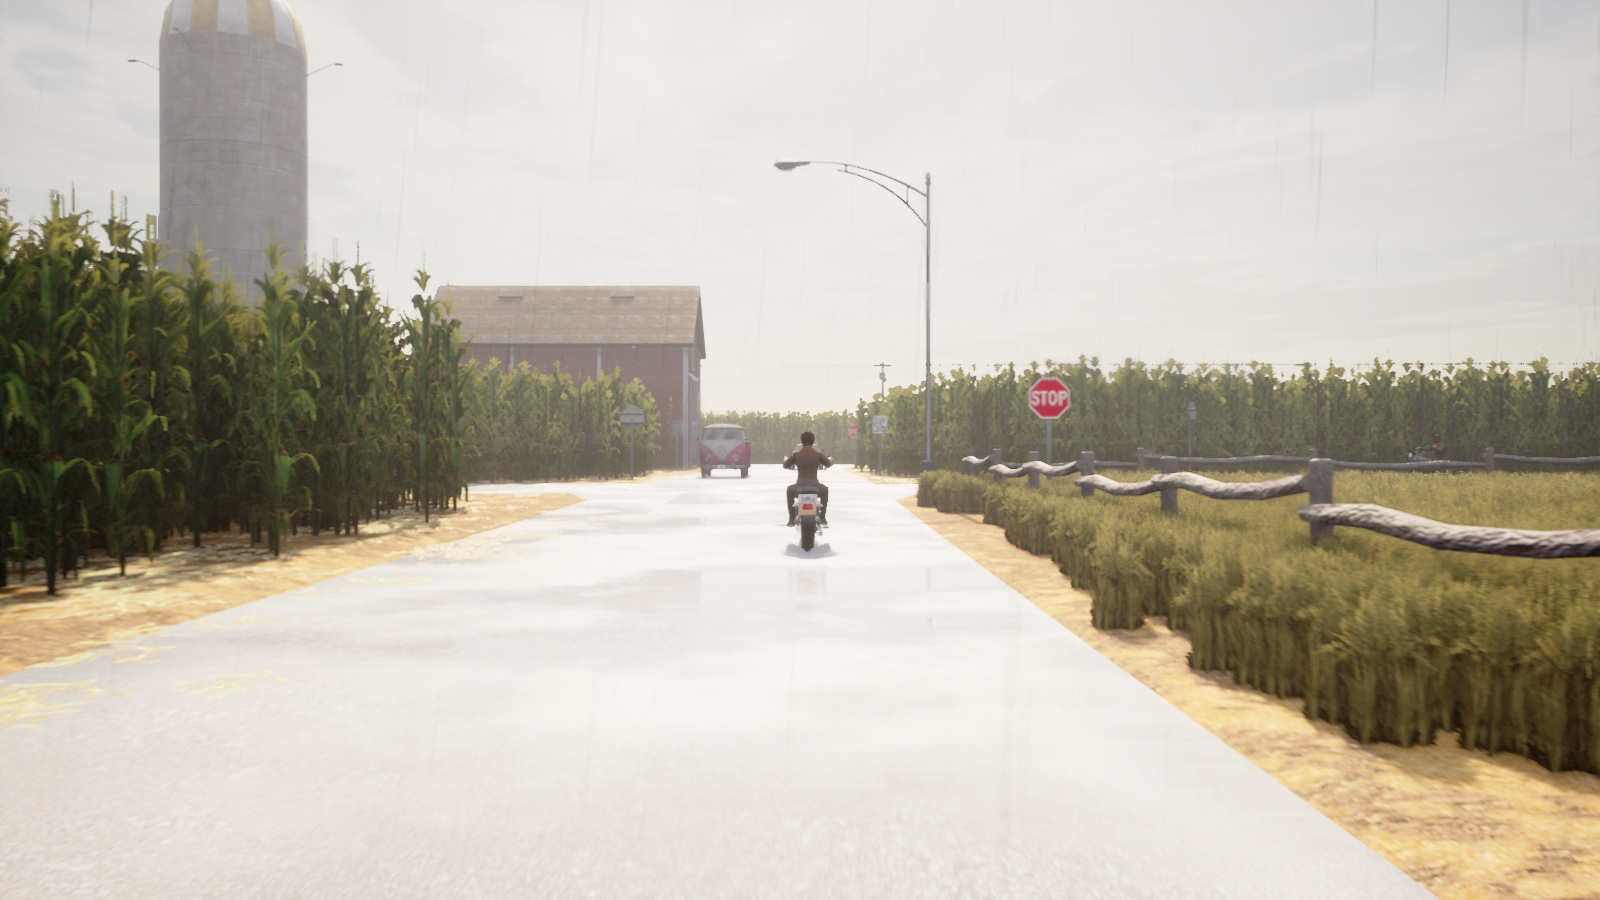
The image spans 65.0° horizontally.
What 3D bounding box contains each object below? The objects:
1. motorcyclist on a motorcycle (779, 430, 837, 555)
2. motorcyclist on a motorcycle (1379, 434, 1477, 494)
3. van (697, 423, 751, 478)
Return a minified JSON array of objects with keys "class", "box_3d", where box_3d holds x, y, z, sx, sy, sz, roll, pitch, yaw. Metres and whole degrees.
[{"class":"motorcyclist on a motorcycle","box_3d":[0.110,0.547,17.672,0.766,1.649,2.350,0,1,0]},{"class":"motorcyclist on a motorcycle","box_3d":[17.645,0.380,35.295,2.350,1.649,0.766,0,0,1]},{"class":"van","box_3d":[-2.825,0.028,47.608,1.775,1.987,4.442,0,0,0]}]
